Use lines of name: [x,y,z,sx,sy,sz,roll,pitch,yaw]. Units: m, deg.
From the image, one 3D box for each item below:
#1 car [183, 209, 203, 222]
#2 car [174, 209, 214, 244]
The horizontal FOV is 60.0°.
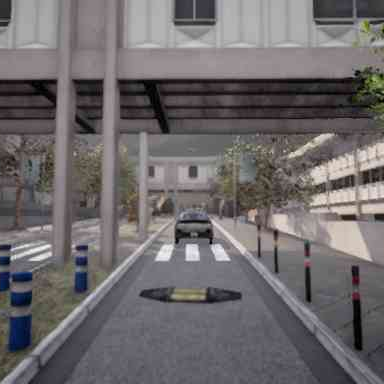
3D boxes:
car: [0.093,2.462,35.306,1.895,1.301,4.718,0,-2,0]
car: [0.097,1.734,17.197,2.128,1.511,4.902,0,-1,0]
